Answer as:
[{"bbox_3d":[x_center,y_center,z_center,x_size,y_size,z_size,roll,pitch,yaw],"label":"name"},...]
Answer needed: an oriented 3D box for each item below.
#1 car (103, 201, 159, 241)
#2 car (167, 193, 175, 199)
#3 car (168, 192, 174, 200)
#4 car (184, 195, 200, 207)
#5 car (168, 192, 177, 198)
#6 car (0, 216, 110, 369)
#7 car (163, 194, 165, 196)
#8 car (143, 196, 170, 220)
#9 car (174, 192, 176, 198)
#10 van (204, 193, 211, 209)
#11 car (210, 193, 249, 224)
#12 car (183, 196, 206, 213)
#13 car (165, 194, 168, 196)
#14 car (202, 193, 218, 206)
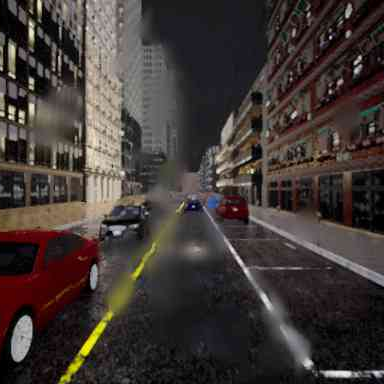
[{"bbox_3d":[-3.070,1.403,16.164,2.128,1.511,4.902,0,0,0],"label":"car"},{"bbox_3d":[-5.611,0.968,89.760,1.967,1.590,4.097,0,0,0],"label":"car"},{"bbox_3d":[-5.626,1.161,73.107,2.008,1.369,4.403,0,0,0],"label":"car"},{"bbox_3d":[0.055,1.232,47.070,2.128,1.511,4.902,0,0,0],"label":"car"},{"bbox_3d":[-5.606,0.816,95.310,2.192,1.841,5.009,0,0,0],"label":"car"},{"bbox_3d":[-3.087,1.447,5.886,1.882,1.535,5.008,0,0,0],"label":"car"},{"bbox_3d":[-5.648,1.251,50.734,1.752,1.417,4.829,0,0,0],"label":"car"},{"bbox_3d":[-3.057,1.358,26.525,1.837,1.490,4.892,0,0,0],"label":"car"},{"bbox_3d":[-5.616,1.137,84.209,1.802,1.307,4.206,0,0,0],"label":"car"},{"bbox_3d":[2.722,1.117,39.795,1.690,1.788,3.998,0,0,0],"label":"van"},{"bbox_3d":[2.707,1.182,23.142,2.192,1.841,5.009,0,0,0],"label":"car"},{"bbox_3d":[0.133,1.373,34.089,1.994,1.385,4.181,0,0,0],"label":"car"},{"bbox_3d":[-5.642,1.246,56.455,2.008,1.369,4.403,0,0,0],"label":"car"},{"bbox_3d":[2.733,1.032,50.896,2.192,1.841,5.009,0,0,0],"label":"car"}]
